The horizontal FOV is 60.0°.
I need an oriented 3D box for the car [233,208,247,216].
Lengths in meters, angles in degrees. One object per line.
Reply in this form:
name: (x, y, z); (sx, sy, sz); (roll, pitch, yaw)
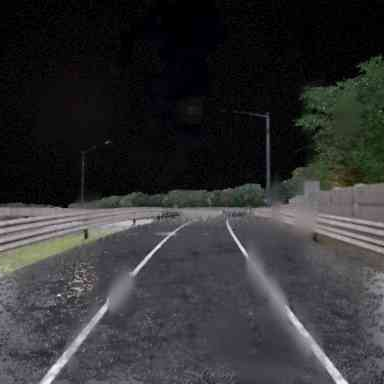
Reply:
car: (10.292, 4.280, 71.288); (2.097, 1.767, 4.553); (-1, -4, 23)

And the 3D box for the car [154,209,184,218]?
car: (-3.496, 3.158, 49.406); (2.033, 1.411, 5.357); (-2, -4, 38)
